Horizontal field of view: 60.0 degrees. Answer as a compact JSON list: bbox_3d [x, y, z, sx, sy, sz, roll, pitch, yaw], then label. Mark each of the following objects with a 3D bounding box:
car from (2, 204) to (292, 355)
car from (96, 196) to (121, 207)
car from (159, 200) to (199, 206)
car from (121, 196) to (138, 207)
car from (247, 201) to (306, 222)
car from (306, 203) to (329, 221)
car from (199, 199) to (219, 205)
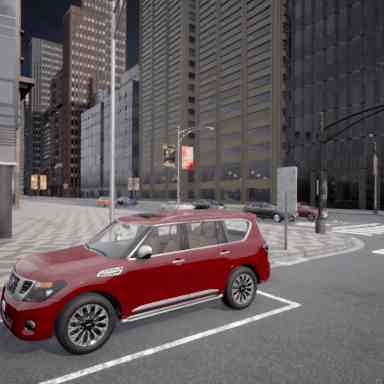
[{"bbox_3d":[-0.673,1.315,6.290,5.009,1.841,2.192,0,0,-36],"label":"car"},{"bbox_3d":[-13.809,1.512,53.979,2.097,1.767,4.553,1,-1,-36],"label":"car"},{"bbox_3d":[-1.673,1.675,36.963,1.895,1.301,4.718,1,0,-36],"label":"car"},{"bbox_3d":[-10.816,1.531,55.375,2.097,1.767,4.553,1,0,-36],"label":"car"},{"bbox_3d":[6.108,1.528,26.166,1.837,1.490,4.892,1,0,-36],"label":"car"},{"bbox_3d":[9.032,1.571,27.666,1.812,1.442,4.674,1,-1,-36],"label":"car"},{"bbox_3d":[1.781,1.581,37.733,2.128,1.511,4.902,1,0,-36],"label":"car"}]
